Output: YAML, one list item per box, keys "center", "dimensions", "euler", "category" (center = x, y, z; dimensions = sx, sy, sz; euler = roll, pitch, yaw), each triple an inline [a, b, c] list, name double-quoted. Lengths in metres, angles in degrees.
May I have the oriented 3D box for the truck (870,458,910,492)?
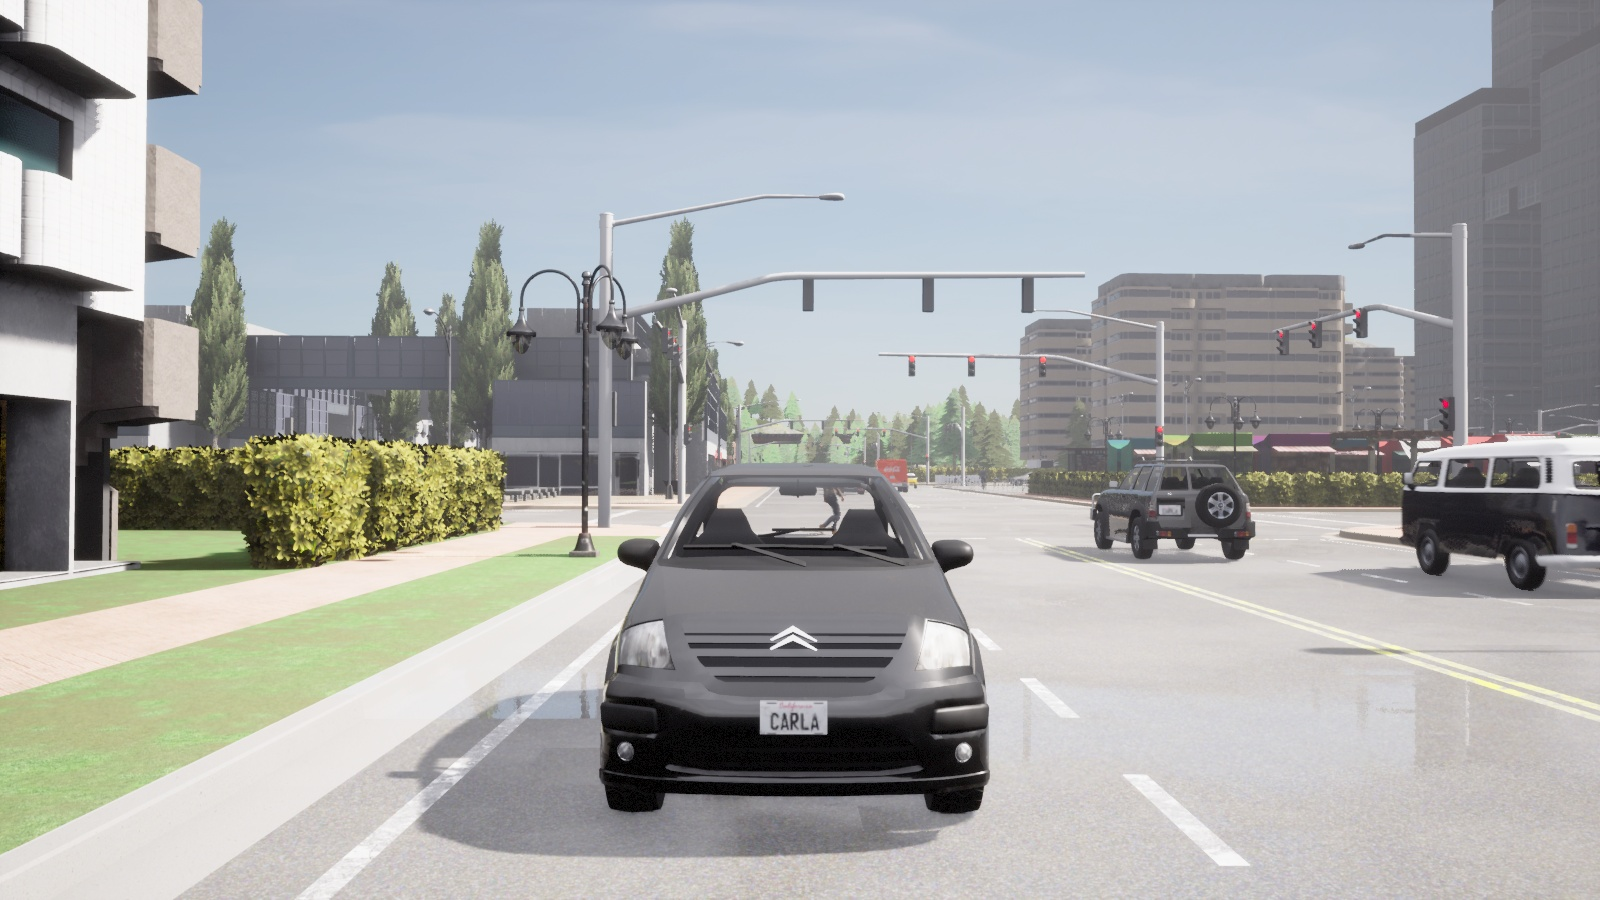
- center: [6.782, 1.889, 94.846]
  dimensions: [2.627, 2.467, 5.204]
  euler: [0, -1, 0]
  category: "truck"

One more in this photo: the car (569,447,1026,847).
- center: [-0.017, 0.832, 7.098]
  dimensions: [1.851, 1.617, 3.988]
  euler: [0, -1, 0]
  category: "car"

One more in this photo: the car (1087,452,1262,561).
- center: [6.944, 1.003, 23.822]
  dimensions: [1.932, 1.855, 4.605]
  euler: [0, -1, 0]
  category: "car"

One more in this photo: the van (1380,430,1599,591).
- center: [10.458, 0.800, 18.115]
  dimensions: [2.069, 2.038, 4.480]
  euler: [0, -1, 0]
  category: "van"
